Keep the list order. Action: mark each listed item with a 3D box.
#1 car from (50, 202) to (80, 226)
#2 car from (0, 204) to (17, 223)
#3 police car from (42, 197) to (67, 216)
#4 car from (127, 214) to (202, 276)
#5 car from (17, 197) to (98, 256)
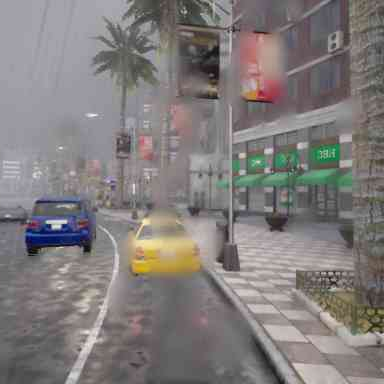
[{"bbox_3d":[-9.443,1.518,24.512,1.812,1.442,4.674,0,0,-25],"label":"car"},{"bbox_3d":[-13.075,1.553,23.995,1.994,1.385,4.181,0,0,-25],"label":"car"},{"bbox_3d":[-13.911,1.413,33.514,1.930,1.638,5.238,0,0,-26],"label":"police car"},{"bbox_3d":[-1.042,1.456,10.377,1.801,1.575,5.366,0,0,-11],"label":"car"},{"bbox_3d":[-5.089,1.218,13.460,2.150,2.045,5.566,0,0,-14],"label":"car"}]
